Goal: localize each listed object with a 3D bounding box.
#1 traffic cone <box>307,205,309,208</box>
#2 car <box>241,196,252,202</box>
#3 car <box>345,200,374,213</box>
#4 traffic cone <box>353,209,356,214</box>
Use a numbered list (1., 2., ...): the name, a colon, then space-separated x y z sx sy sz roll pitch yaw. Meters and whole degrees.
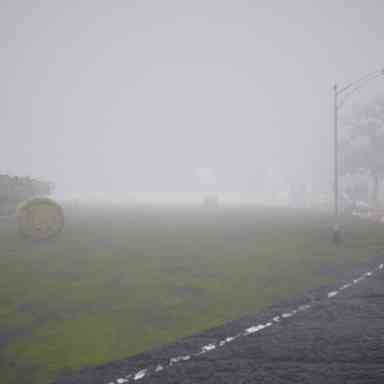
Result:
1. traffic cone: 18.316 2.264 52.415 0.340 0.580 0.340 0 0 -7
2. car: 15.182 1.956 92.920 1.882 1.535 5.008 0 0 -13
3. car: 20.796 1.775 41.511 1.812 1.442 4.674 0 0 2
4. traffic cone: 18.579 2.198 38.049 0.340 0.580 0.340 0 0 7
